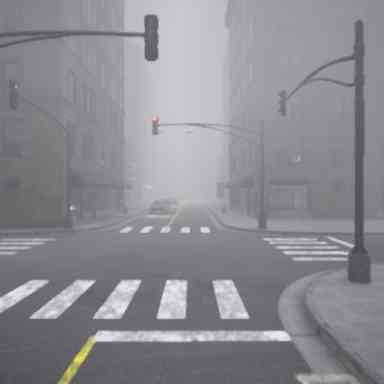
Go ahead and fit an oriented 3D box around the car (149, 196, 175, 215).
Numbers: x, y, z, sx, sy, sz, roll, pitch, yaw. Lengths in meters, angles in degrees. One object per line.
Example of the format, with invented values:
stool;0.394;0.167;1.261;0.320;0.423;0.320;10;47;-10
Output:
car;-3.108;1.428;33.057;2.033;1.411;5.357;0;0;0

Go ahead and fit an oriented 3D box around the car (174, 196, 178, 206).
car;-3.087;1.366;50.990;2.033;1.411;5.357;0;0;0
